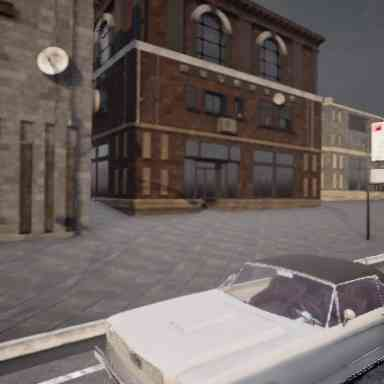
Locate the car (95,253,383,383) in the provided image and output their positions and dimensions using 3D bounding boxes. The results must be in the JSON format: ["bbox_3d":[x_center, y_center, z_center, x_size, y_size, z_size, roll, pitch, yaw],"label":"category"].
[{"bbox_3d":[1.282,1.587,4.295,4.718,1.301,1.895,0,0,-36],"label":"car"}]
